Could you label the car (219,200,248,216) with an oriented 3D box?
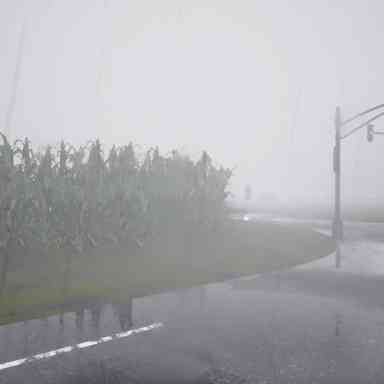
[{"bbox_3d":[3.165,1.501,31.949,2.033,1.411,5.357,1,0,-26],"label":"car"}]
